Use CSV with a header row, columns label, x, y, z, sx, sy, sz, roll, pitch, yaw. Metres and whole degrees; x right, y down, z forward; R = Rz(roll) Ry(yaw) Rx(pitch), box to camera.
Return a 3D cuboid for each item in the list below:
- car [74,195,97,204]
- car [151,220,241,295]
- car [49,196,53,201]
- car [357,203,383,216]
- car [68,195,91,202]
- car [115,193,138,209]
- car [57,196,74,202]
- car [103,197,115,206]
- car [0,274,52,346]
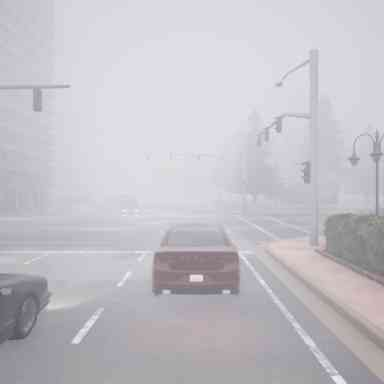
label,x,y,z,sx,sy,sz,roll,pitch,yaw
car,-20.095,1.491,64.026,4.902,1.511,2.128,0,0,43
car,0.095,1.477,8.796,1.882,1.535,5.008,0,0,0
car,-35.592,1.467,79.811,4.181,1.385,1.994,0,0,9
car,15.620,1.581,26.530,4.674,1.442,1.812,0,0,0
car,-25.767,1.477,76.333,5.008,1.535,1.882,0,0,24
car,-9.038,1.221,46.652,2.150,2.045,5.566,0,0,-20
car,-27.147,1.539,73.125,5.357,1.411,2.033,0,0,24
car,-13.409,1.547,56.004,2.033,1.411,5.357,0,0,-33
car,-3.427,1.548,3.461,2.033,1.411,5.357,0,0,0
